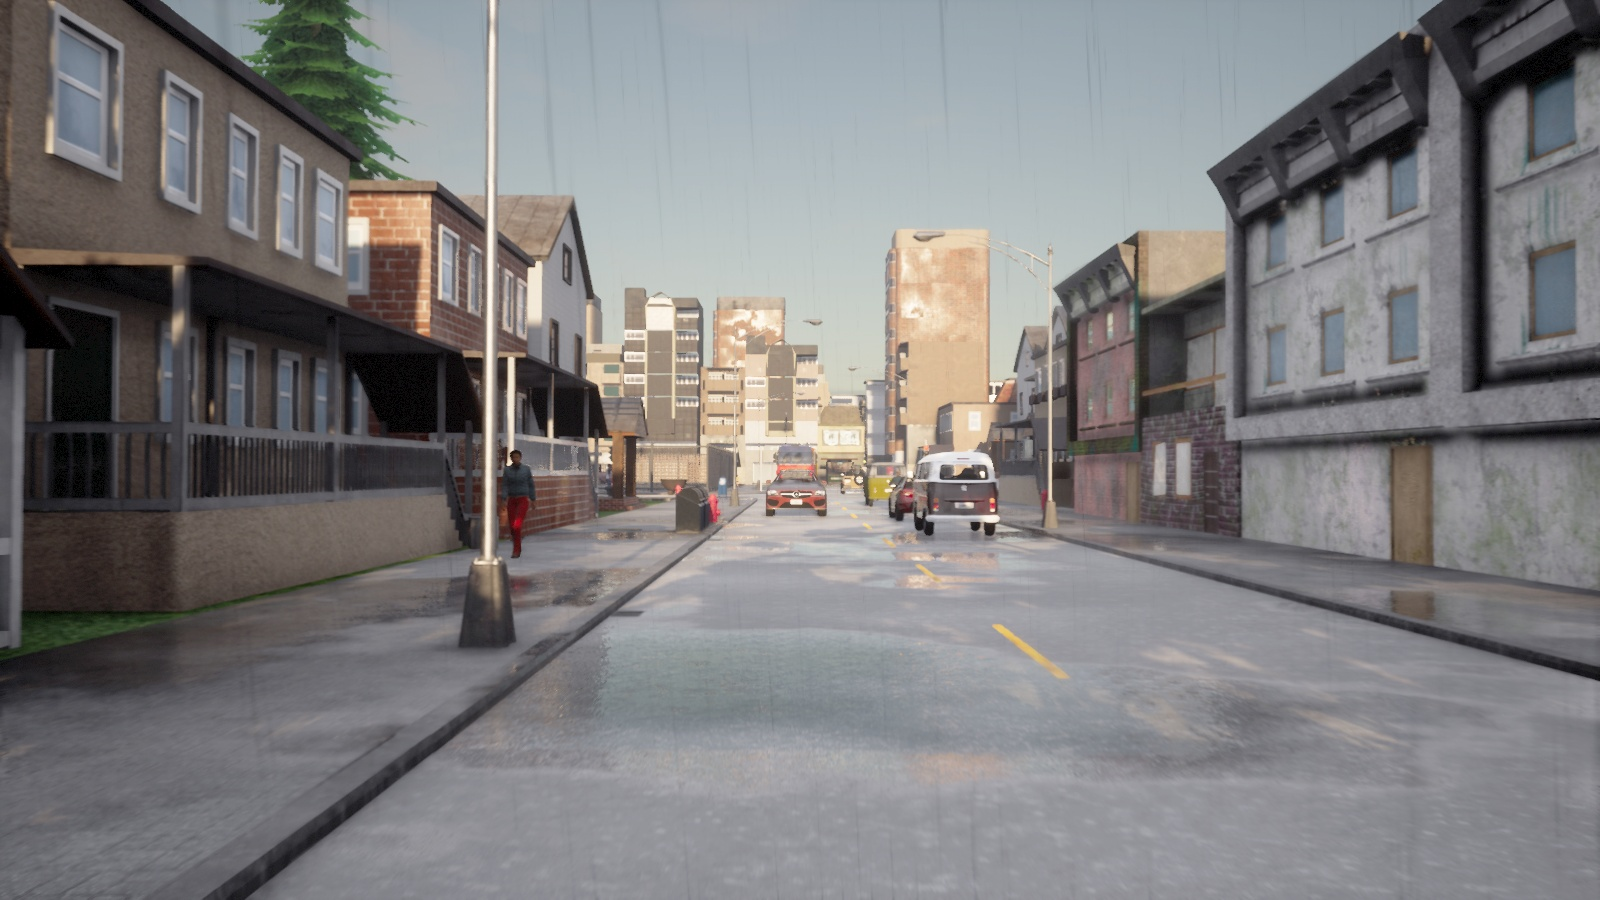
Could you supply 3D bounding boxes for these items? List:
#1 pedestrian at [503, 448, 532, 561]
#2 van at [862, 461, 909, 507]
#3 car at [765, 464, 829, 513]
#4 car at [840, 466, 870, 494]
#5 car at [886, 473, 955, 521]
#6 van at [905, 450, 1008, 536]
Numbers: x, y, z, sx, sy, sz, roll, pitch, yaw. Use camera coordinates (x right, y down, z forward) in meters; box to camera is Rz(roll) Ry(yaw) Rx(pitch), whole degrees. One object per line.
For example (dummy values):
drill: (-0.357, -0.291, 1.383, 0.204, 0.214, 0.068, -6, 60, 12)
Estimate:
pedestrian: (-4.668, 0.891, 20.764, 0.353, 1.847, 0.614, 0, -1, -1)
van: (3.851, 1.505, 56.934, 1.775, 1.987, 4.442, 0, -1, -1)
car: (-0.125, 1.345, 44.854, 2.152, 1.651, 5.027, 0, -1, 0)
car: (3.790, 2.076, 87.222, 1.932, 1.855, 4.605, 0, -1, 1)
car: (3.886, 1.501, 41.113, 1.816, 1.474, 4.193, 0, -1, 0)
van: (3.909, 1.059, 32.084, 2.069, 2.038, 4.480, 0, -1, 0)
